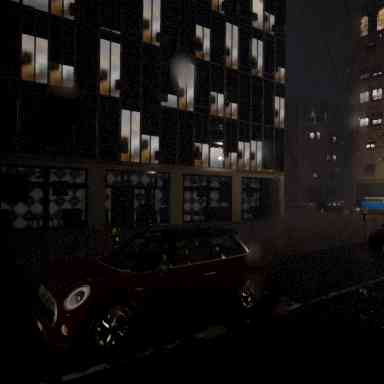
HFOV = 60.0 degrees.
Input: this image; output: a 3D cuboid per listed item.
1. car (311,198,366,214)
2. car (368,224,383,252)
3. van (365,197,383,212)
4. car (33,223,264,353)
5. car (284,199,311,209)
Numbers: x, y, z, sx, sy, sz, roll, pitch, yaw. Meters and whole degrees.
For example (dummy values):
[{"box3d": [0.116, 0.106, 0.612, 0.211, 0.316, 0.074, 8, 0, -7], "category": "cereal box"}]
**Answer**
[{"box3d": [15.282, 1.620, 34.841, 2.008, 1.369, 4.403, 0, -1, -35], "category": "car"}, {"box3d": [8.440, 1.567, 12.566, 4.313, 1.339, 1.947, 0, 1, -35], "category": "car"}, {"box3d": [22.168, 1.525, 39.619, 1.690, 1.788, 3.998, 0, -1, -35], "category": "van"}, {"box3d": [-0.636, 1.441, 6.091, 4.097, 1.590, 1.967, 0, 1, -35], "category": "car"}, {"box3d": [15.739, 1.787, 48.873, 1.752, 1.417, 4.829, 0, -1, -35], "category": "car"}]
